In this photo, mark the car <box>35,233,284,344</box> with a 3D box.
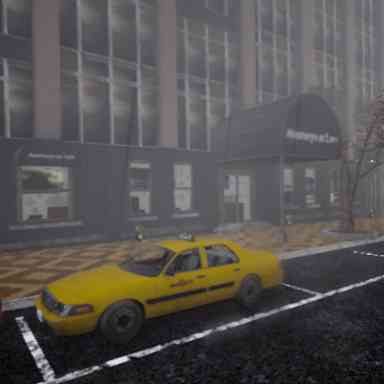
[{"bbox_3d":[-0.304,1.510,6.358,4.829,1.417,1.752,0,-1,-36],"label":"car"}]

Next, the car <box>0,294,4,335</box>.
[{"bbox_3d":[-4.673,1.324,3.242,5.009,1.841,2.192,0,-1,-36],"label":"car"}]
